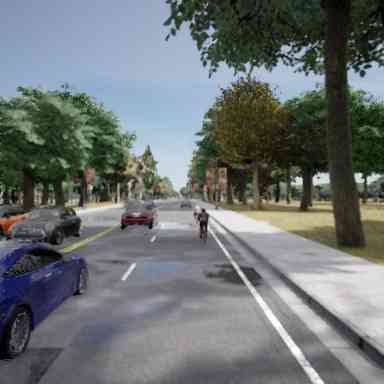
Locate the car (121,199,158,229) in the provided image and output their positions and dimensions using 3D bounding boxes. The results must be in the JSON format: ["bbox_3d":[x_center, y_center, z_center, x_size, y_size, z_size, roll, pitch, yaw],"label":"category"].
[{"bbox_3d":[-3.646,1.588,23.725,2.097,1.767,4.553,0,-1,-1],"label":"car"}]

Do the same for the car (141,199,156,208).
[{"bbox_3d":[-7.740,2.100,59.752,2.128,1.511,4.902,0,-1,-1],"label":"car"}]

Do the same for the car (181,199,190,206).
[{"bbox_3d":[-1.445,2.338,73.955,1.895,1.301,4.718,0,-1,-1],"label":"car"}]

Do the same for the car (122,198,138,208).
[{"bbox_3d":[-10.987,1.970,59.525,2.097,1.767,4.553,0,-1,-1],"label":"car"}]

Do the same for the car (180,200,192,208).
[{"bbox_3d":[-1.060,2.120,58.859,2.033,1.411,5.357,0,-1,-1],"label":"car"}]

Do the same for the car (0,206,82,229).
[{"bbox_3d":[-6.952,1.531,16.205,2.097,1.767,4.553,0,-1,-1],"label":"car"}]

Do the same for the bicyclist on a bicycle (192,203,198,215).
[{"bbox_3d":[0.384,1.674,25.510,0.866,1.612,1.509,0,-1,-1],"label":"bicyclist on a bicycle"}]

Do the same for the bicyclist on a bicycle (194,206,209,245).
[{"bbox_3d":[0.554,1.598,15.544,0.582,1.620,1.656,0,-1,-1],"label":"bicyclist on a bicycle"}]

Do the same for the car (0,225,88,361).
[{"bbox_3d":[-3.309,1.595,5.891,1.812,1.442,4.674,0,-1,-1],"label":"car"}]
